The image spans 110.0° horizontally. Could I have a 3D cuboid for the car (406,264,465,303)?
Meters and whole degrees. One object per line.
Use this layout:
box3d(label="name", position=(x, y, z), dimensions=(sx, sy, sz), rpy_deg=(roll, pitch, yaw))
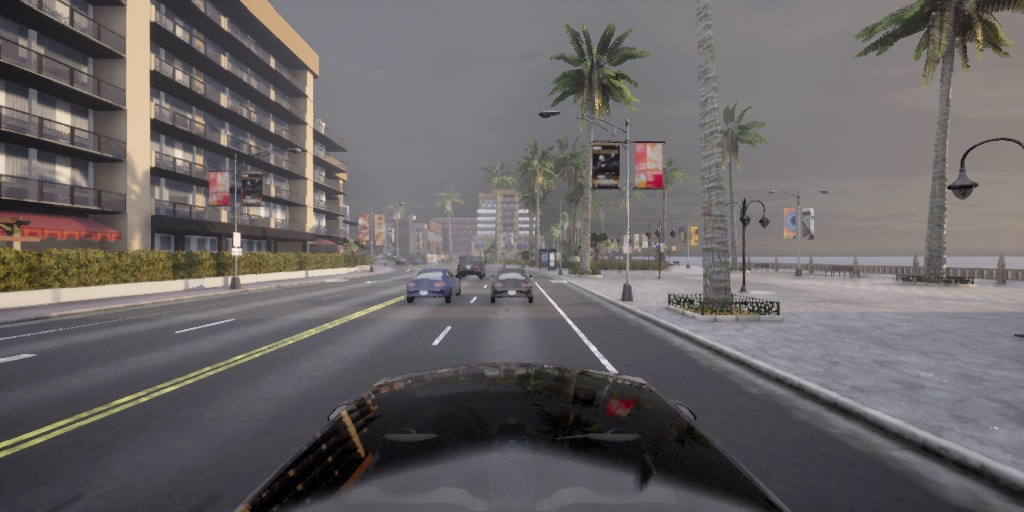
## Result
box3d(label="car", position=(-3.500, 1.283, 16.500), dimensions=(1.812, 1.442, 4.674), rpy_deg=(0, 0, 0))

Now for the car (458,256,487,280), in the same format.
box3d(label="car", position=(-3.500, 1.008, 31.530), dimensions=(2.150, 2.045, 5.566), rpy_deg=(0, 0, 0))

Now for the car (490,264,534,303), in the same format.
box3d(label="car", position=(0.000, 1.283, 16.500), dimensions=(1.812, 1.442, 4.674), rpy_deg=(0, 0, 0))

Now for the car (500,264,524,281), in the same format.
box3d(label="car", position=(0.000, 1.366, 31.530), dimensions=(1.895, 1.301, 4.718), rpy_deg=(0, 0, 0))
